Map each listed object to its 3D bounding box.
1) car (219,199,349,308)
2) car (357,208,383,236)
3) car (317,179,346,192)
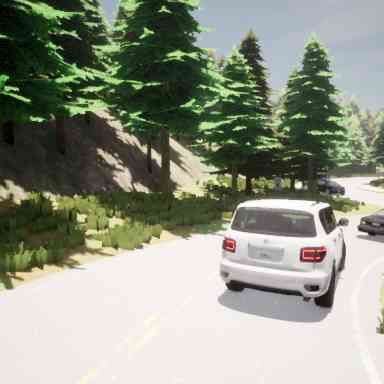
[{"bbox_3d":[2.551,1.198,8.370,2.150,2.045,5.566,3,2,27],"label":"car"},{"bbox_3d":[10.133,1.411,15.820,5.357,1.411,2.033,-1,5,-32],"label":"car"},{"bbox_3d":[16.075,-0.559,38.922,1.882,1.535,5.008,-1,5,-2],"label":"car"}]
